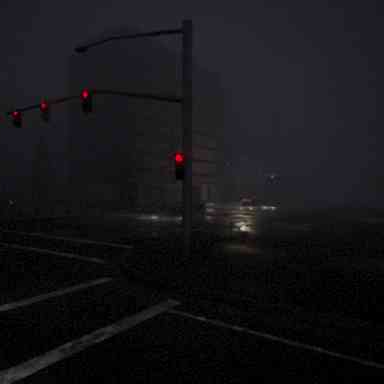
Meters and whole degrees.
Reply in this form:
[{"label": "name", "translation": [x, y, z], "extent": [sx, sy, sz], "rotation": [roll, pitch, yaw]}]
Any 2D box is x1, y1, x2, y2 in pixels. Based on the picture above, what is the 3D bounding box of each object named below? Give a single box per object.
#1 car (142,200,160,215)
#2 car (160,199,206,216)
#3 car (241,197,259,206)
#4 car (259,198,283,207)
[{"label": "car", "translation": [-3.205, 1.522, 34.890], "extent": [1.812, 1.442, 4.674], "rotation": [0, 0, 34]}, {"label": "car", "translation": [-0.563, 1.474, 32.583], "extent": [1.882, 1.535, 5.008], "rotation": [0, 0, 35]}, {"label": "car", "translation": [9.583, 1.474, 53.346], "extent": [1.882, 1.535, 5.008], "rotation": [0, 0, 35]}, {"label": "car", "translation": [12.545, 1.561, 51.474], "extent": [1.994, 1.385, 4.181], "rotation": [0, 0, 35]}]
